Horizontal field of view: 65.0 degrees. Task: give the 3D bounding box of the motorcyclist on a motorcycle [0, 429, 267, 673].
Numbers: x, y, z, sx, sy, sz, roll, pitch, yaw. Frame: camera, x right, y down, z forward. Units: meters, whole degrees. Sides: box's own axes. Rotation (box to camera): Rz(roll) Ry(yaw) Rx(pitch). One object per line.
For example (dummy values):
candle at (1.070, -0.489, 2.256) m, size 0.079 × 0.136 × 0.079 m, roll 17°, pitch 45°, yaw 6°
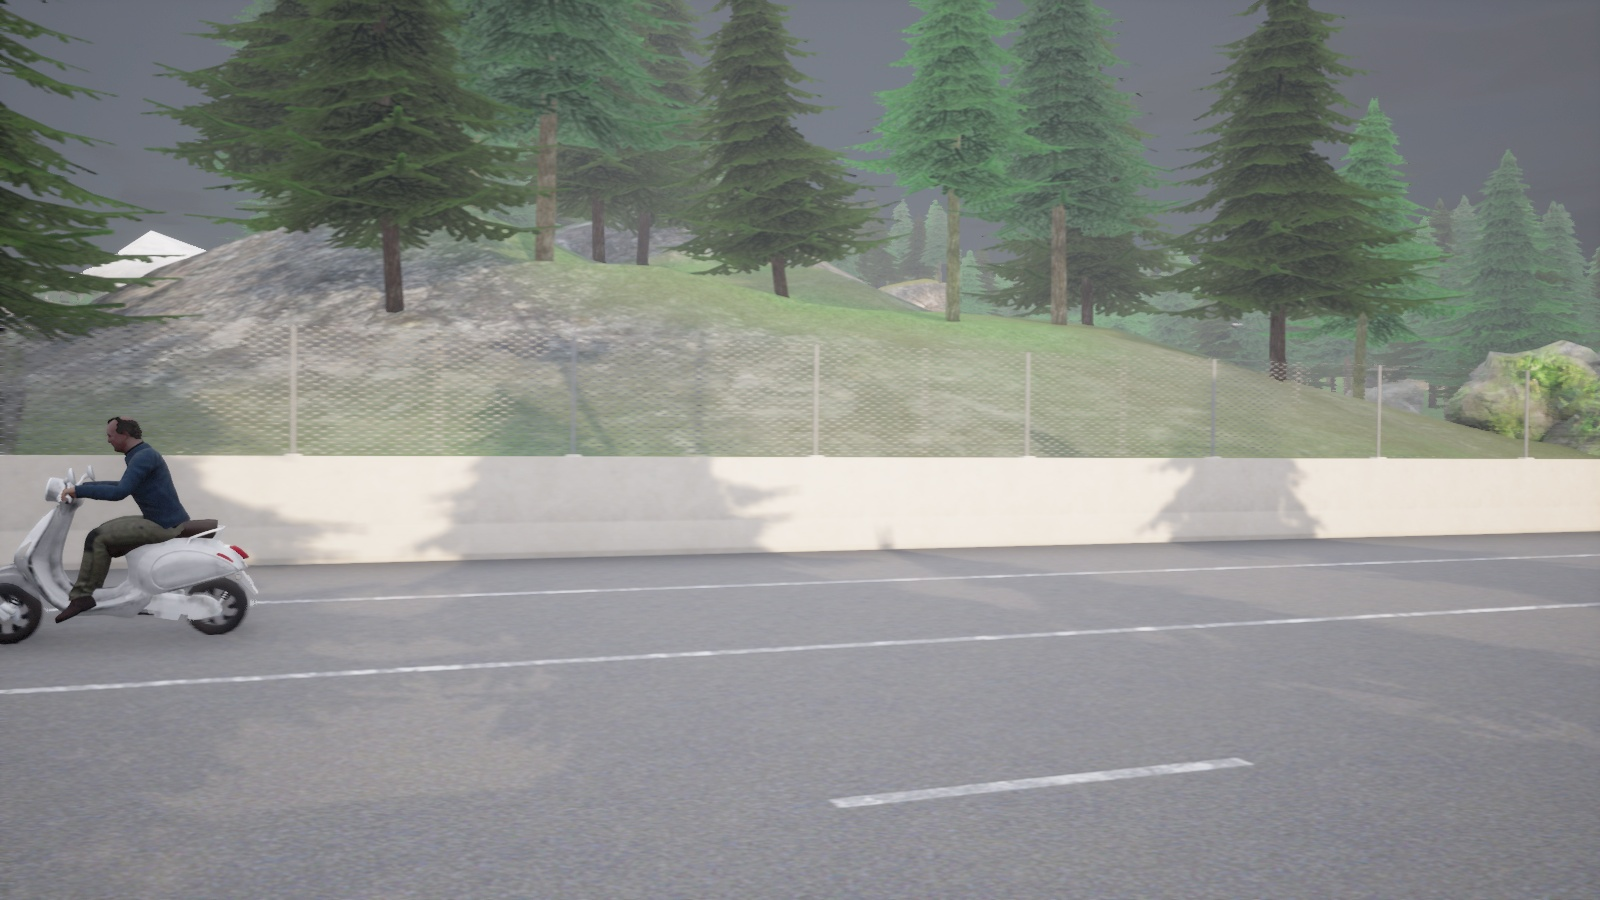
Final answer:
motorcyclist on a motorcycle at (-4.797, 0.658, 8.904) m, size 1.817 × 1.590 × 0.866 m, roll -1°, pitch 1°, yaw -21°
